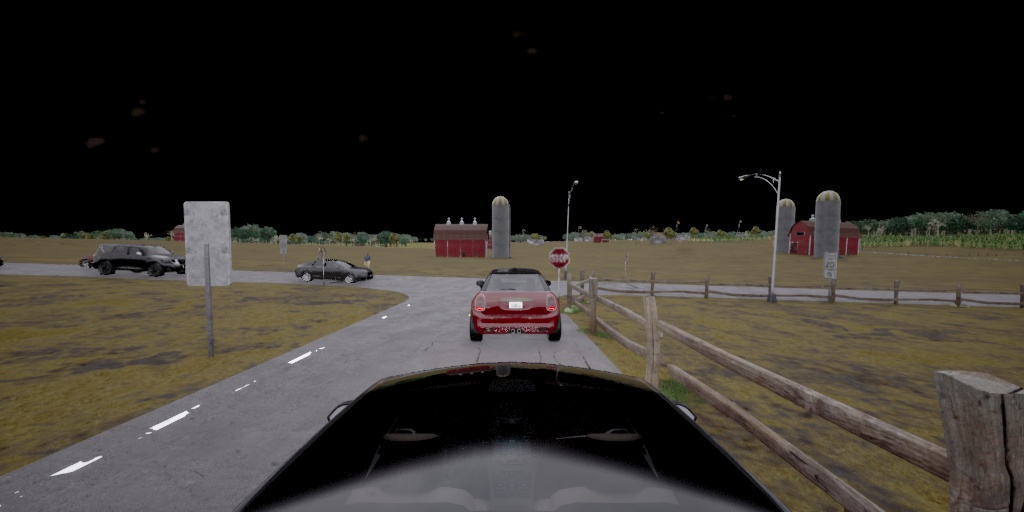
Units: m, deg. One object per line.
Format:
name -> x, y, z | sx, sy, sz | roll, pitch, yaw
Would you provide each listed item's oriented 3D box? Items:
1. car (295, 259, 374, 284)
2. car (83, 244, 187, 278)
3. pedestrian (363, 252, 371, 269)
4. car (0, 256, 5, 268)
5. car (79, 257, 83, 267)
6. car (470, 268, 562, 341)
car -> -11.725, 0.974, 23.796 | 4.892, 1.490, 1.837 | 2, 3, 3
car -> -24.515, 0.259, 23.952 | 5.566, 2.045, 2.150 | 2, 3, 2
pedestrian -> -12.074, 0.529, 29.864 | 0.375, 1.860, 0.375 | 0, 1, 0
car -> -37.241, 0.113, 23.991 | 4.902, 1.511, 2.128 | 2, 3, 0
car -> -29.291, 0.220, 26.903 | 5.008, 1.535, 1.882 | 2, 3, 0
car -> 0.056, 1.095, 9.999 | 2.097, 1.767, 4.553 | 0, 0, -1
